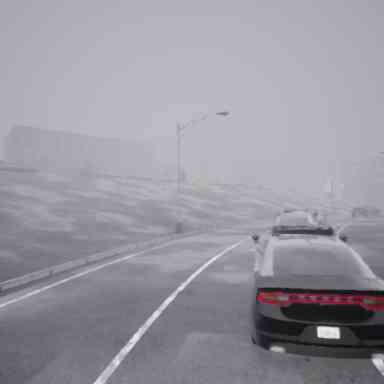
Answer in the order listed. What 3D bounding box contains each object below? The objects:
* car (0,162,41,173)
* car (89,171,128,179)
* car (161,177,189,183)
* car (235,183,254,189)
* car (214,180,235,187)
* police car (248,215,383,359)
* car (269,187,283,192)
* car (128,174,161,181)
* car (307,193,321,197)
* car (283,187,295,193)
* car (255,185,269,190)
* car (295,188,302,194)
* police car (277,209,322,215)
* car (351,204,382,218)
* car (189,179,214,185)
[{"bbox_3d":[-20.712,-2.624,40.089,4.553,1.767,2.185,3,-6,-38],"label":"car"},{"bbox_3d":[-12.064,-2.113,46.772,4.892,1.521,2.231,3,-6,-38],"label":"car"},{"bbox_3d":[-3.391,-1.631,53.631,4.674,1.452,2.002,3,-6,-39],"label":"car"},{"bbox_3d":[9.199,-0.867,64.726,4.792,1.488,2.163,4,-6,-43],"label":"car"},{"bbox_3d":[4.990,-1.295,60.860,4.553,1.767,2.185,4,-6,-41],"label":"car"},{"bbox_3d":[2.142,1.489,6.464,1.930,1.638,5.238,-2,-1,12],"label":"police car"},{"bbox_3d":[17.008,-0.350,72.371,2.231,1.521,4.892,-5,-7,45],"label":"car"},{"bbox_3d":[-7.706,-1.905,50.155,4.892,1.521,2.231,3,-6,-38],"label":"car"},{"bbox_3d":[31.884,1.103,88.899,2.002,1.452,4.674,-4,-7,40],"label":"car"},{"bbox_3d":[20.896,-0.163,76.448,2.185,1.767,4.553,-5,-7,43],"label":"car"},{"bbox_3d":[13.180,-0.586,68.539,4.674,1.452,2.002,4,-6,-44],"label":"car"},{"bbox_3d":[24.693,0.052,80.575,2.435,2.045,5.566,-5,-7,42],"label":"car"},{"bbox_3d":[4.911,1.629,15.598,1.930,1.638,5.238,-2,-2,22],"label":"police car"},{"bbox_3d":[20.215,2.169,38.473,4.892,1.490,1.837,0,-4,-38],"label":"car"},{"bbox_3d":[0.848,-1.424,57.205,5.008,1.535,2.097,3,-6,-40],"label":"car"}]
